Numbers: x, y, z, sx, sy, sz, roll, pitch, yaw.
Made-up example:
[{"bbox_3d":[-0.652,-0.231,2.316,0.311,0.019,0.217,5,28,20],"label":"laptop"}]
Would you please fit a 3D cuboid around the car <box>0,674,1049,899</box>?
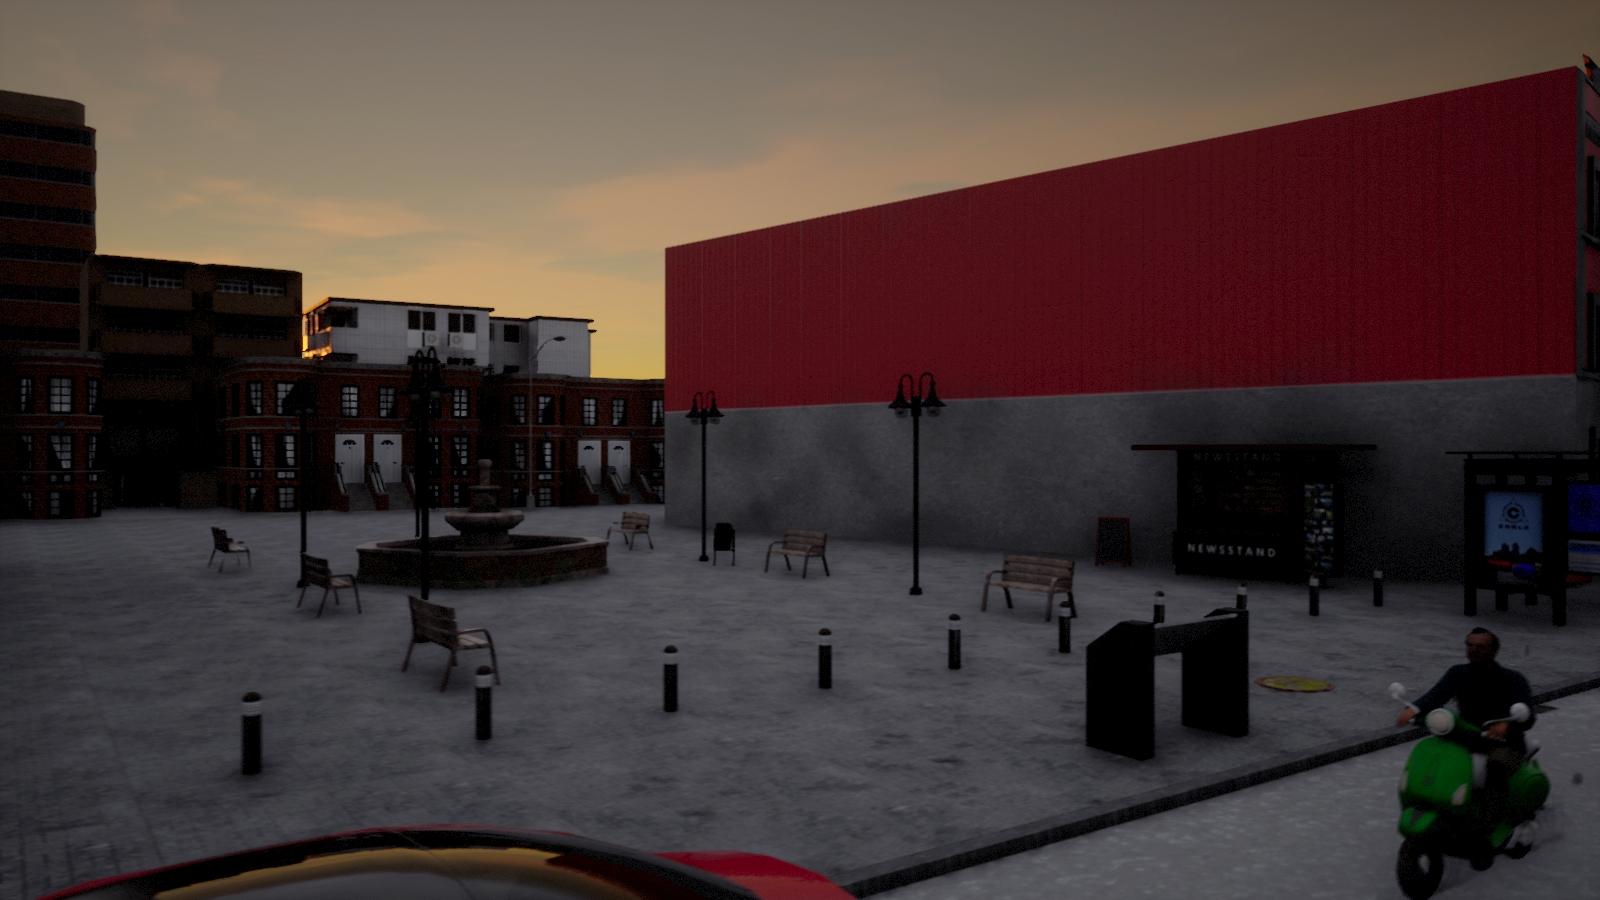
[{"bbox_3d":[-1.850,1.838,3.111,4.892,1.480,2.231,-1,1,-35],"label":"car"}]
